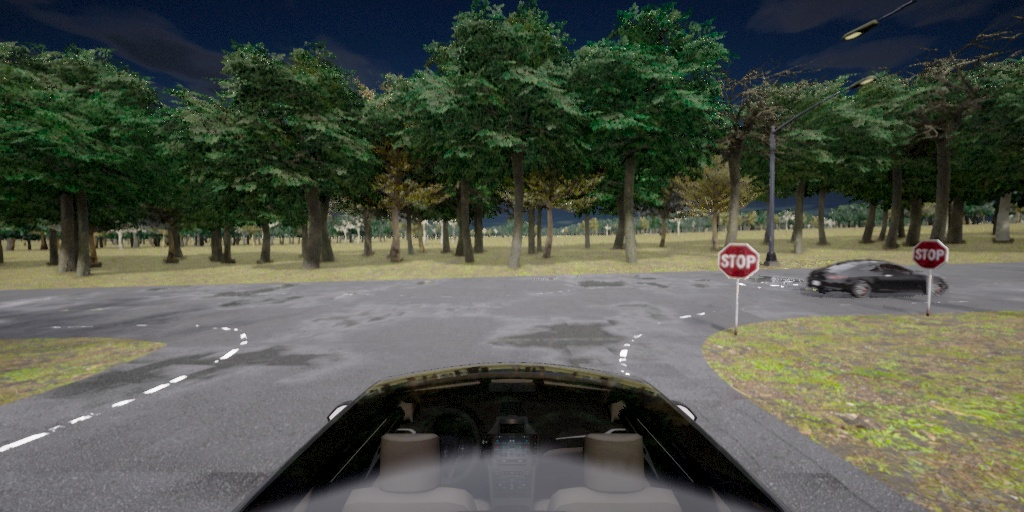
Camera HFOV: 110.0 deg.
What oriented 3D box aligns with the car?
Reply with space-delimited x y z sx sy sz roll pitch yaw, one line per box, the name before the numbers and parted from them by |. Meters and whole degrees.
car | 14.674 0.873 14.580 4.674 1.442 1.812 -2 3 0
